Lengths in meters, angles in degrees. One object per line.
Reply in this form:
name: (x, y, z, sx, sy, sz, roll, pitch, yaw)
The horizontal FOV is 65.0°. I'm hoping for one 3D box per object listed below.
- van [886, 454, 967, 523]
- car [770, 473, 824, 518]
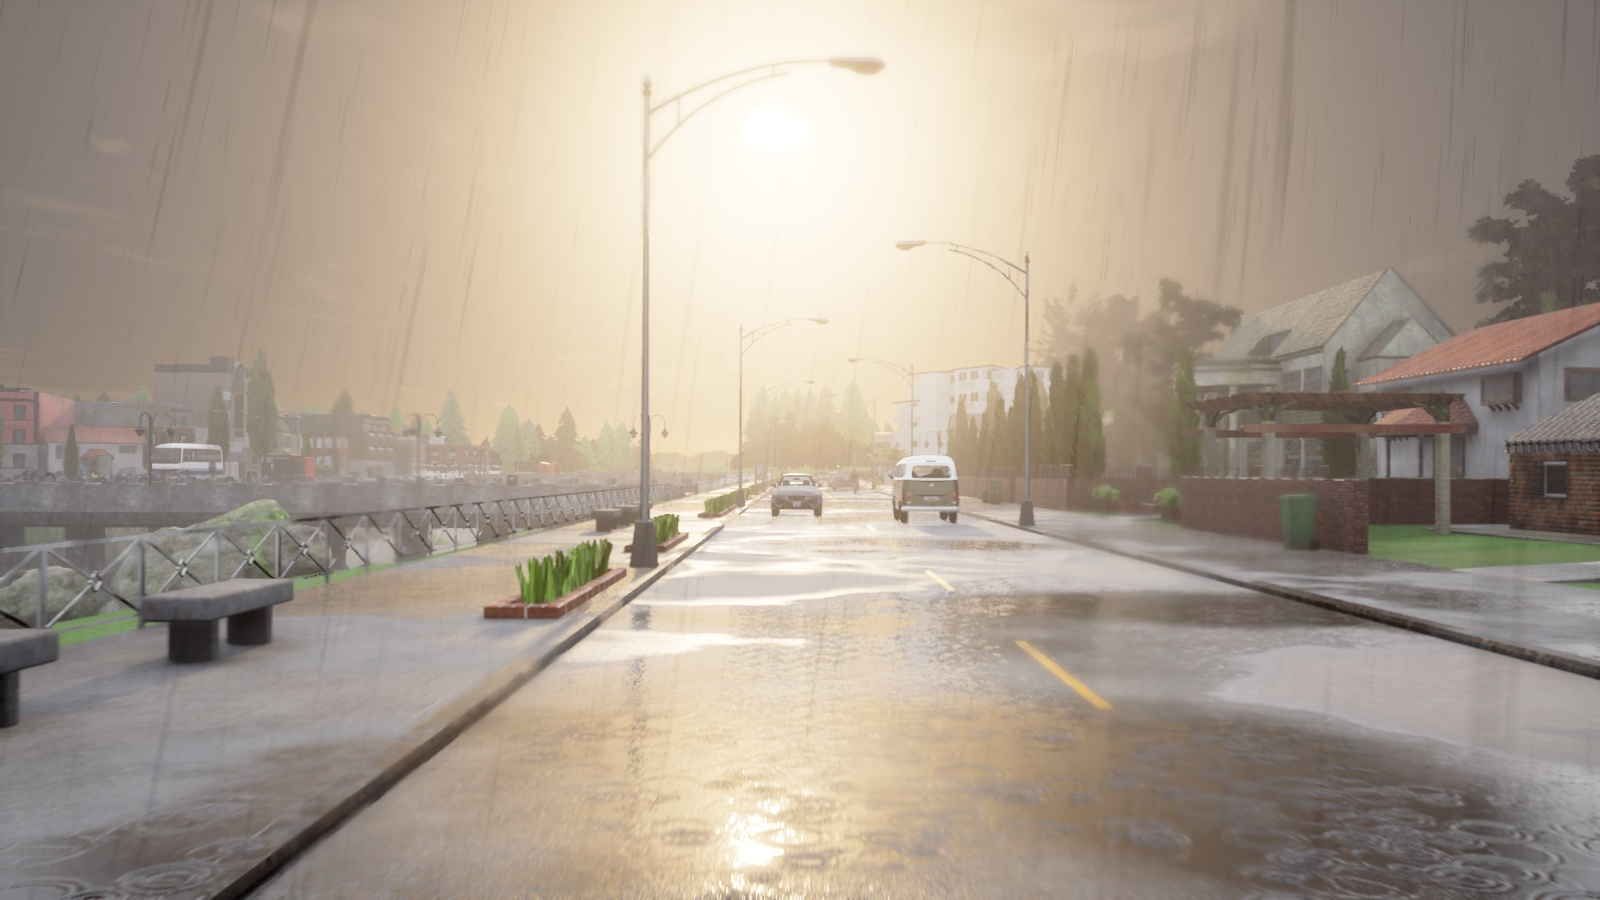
van: (3.906, 1.185, 39.554, 2.069, 2.038, 4.480, 0, -1, 0)
car: (-0.104, 1.570, 44.294, 1.816, 1.474, 4.193, 0, -1, 0)
